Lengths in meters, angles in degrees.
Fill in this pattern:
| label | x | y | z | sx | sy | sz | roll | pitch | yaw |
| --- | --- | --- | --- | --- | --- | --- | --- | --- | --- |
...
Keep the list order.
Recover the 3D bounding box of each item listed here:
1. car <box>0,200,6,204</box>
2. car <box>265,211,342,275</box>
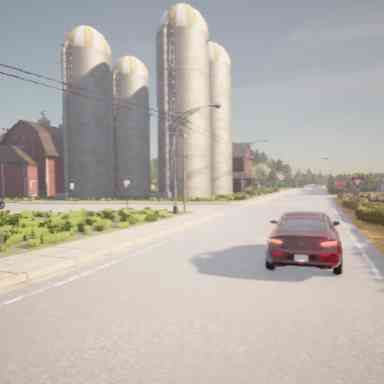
| label | x | y | z | sx | sy | sz | roll | pitch | yaw |
| --- | --- | --- | --- | --- | --- | --- | --- | --- | --- |
| car | -21.936 | 1.108 | 34.853 | 2.242 | 1.667 | 4.611 | -1 | 1 | 20 |
| car | 3.226 | 1.266 | 9.620 | 1.812 | 1.442 | 4.674 | -1 | 1 | 20 |
